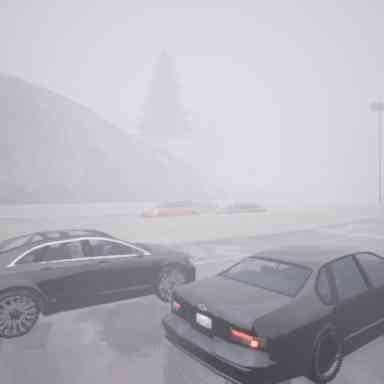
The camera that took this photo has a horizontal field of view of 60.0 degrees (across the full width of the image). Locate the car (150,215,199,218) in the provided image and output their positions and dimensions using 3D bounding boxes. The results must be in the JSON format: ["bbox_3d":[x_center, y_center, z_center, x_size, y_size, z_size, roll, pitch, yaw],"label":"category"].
[{"bbox_3d":[-1.646,1.410,25.027,4.553,1.767,2.097,0,0,-40],"label":"car"}]

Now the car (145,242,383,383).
[{"bbox_3d":[2.138,1.560,5.424,5.357,1.411,2.033,0,0,-37],"label":"car"}]

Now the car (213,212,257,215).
[{"bbox_3d":[3.592,1.561,24.868,4.892,1.490,1.837,0,0,-41],"label":"car"}]

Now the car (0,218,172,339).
[{"bbox_3d":[-2.118,1.508,6.654,4.902,1.511,2.128,0,0,-36],"label":"car"}]
